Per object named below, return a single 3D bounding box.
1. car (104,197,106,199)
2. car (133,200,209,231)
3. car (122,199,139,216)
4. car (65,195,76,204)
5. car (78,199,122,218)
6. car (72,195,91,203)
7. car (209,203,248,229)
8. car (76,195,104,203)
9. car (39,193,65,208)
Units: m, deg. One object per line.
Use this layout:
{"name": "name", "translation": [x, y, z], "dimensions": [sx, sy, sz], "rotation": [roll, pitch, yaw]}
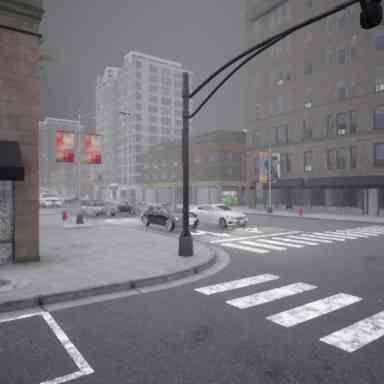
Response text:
{"name": "car", "translation": [-16.139, 1.505, 58.001], "dimensions": [1.895, 1.301, 4.718], "rotation": [0, 0, -36]}
{"name": "car", "translation": [-1.464, 1.468, 20.608], "dimensions": [2.128, 1.511, 4.902], "rotation": [0, 0, -36]}
{"name": "car", "translation": [-5.617, 1.444, 31.933], "dimensions": [2.128, 1.511, 4.902], "rotation": [0, 0, -36]}
{"name": "car", "translation": [-21.702, 1.406, 60.171], "dimensions": [1.837, 1.490, 4.892], "rotation": [0, 0, -36]}
{"name": "car", "translation": [-8.501, 1.559, 30.379], "dimensions": [1.895, 1.301, 4.718], "rotation": [0, 0, -36]}
{"name": "car", "translation": [-22.032, 1.435, 66.182], "dimensions": [2.033, 1.411, 5.357], "rotation": [0, 0, -36]}
{"name": "car", "translation": [1.596, 1.499, 21.946], "dimensions": [1.812, 1.442, 4.674], "rotation": [0, 0, -37]}
{"name": "car", "translation": [-16.037, 1.268, 52.302], "dimensions": [2.097, 1.767, 4.553], "rotation": [0, 0, -36]}
{"name": "car", "translation": [-19.917, 1.154, 46.355], "dimensions": [2.150, 2.045, 5.566], "rotation": [0, 0, -35]}
